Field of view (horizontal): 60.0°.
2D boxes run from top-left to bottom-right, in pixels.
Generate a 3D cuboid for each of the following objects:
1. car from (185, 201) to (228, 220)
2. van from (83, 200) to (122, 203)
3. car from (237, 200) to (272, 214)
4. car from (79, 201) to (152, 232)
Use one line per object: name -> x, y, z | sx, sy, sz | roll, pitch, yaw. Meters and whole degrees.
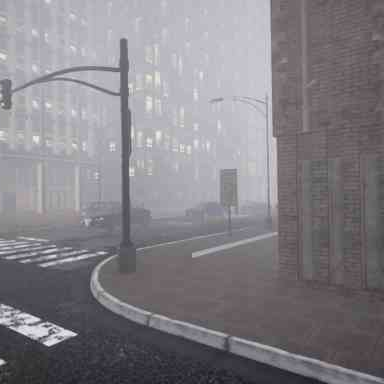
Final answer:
car -> 1.319, 1.563, 29.206 | 1.882, 1.535, 5.008 | -1, -1, 36
van -> -5.985, 1.460, 23.474 | 1.690, 1.788, 3.998 | -2, -1, 36
car -> 7.273, 1.707, 37.494 | 1.895, 1.301, 4.718 | -1, -1, 36
car -> -4.609, 1.558, 20.959 | 2.128, 1.511, 4.902 | -1, -1, 34
